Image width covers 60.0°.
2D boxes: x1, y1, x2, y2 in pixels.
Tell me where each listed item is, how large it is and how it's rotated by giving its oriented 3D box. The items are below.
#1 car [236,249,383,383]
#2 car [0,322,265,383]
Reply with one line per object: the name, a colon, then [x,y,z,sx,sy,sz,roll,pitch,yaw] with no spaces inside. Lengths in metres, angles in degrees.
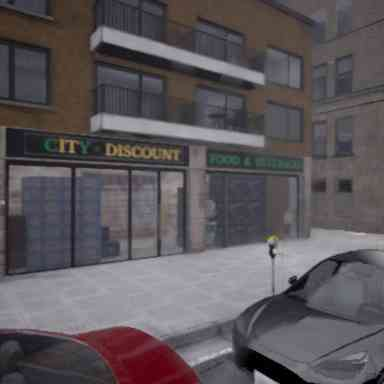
car: [2.528,1.566,4.605,4.313,1.339,1.947,0,0,-35]
car: [-1.973,1.535,1.413,4.507,1.381,1.887,0,0,-35]
